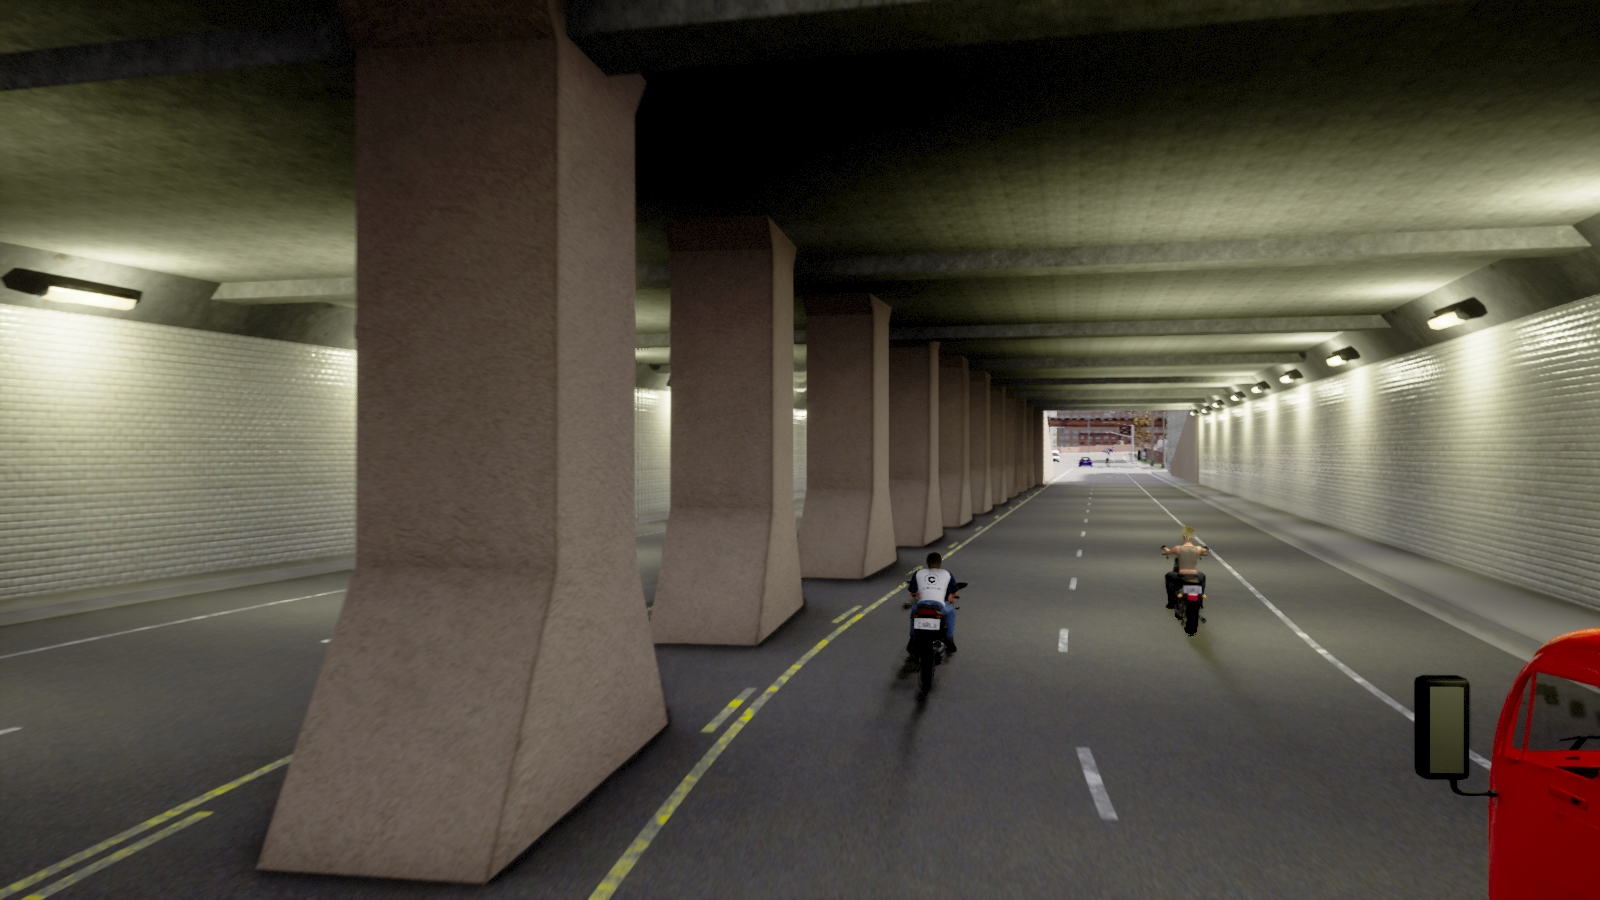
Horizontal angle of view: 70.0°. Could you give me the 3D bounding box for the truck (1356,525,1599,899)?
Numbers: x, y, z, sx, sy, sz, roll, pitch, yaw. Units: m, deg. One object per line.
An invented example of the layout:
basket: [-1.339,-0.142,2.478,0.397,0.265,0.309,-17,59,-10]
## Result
truck: [3.645,1.569,2.425,2.627,2.467,5.204,0,0,3]

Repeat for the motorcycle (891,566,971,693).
motorcycle: [1.660,2.174,14.185,0.803,1.224,2.033,1,0,11]
